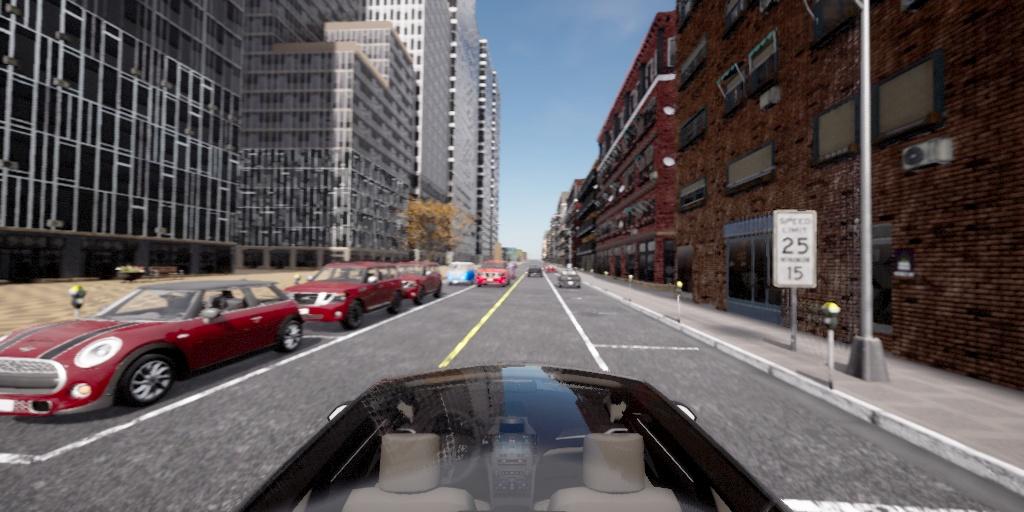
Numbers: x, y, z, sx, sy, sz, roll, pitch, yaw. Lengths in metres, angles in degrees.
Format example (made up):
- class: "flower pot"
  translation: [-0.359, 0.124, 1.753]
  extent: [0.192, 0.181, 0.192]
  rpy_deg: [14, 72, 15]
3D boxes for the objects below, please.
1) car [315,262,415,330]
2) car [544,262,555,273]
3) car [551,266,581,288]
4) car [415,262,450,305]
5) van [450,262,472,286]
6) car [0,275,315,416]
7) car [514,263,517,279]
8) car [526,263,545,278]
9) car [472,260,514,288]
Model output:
- class: "car"
  translation: [-5.157, 1.116, 11.599]
  extent: [2.192, 1.841, 5.009]
  rpy_deg: [0, 0, 4]
- class: "car"
  translation: [6.625, 2.093, 61.755]
  extent: [1.967, 1.591, 4.097]
  rpy_deg: [0, 0, 4]
- class: "car"
  translation: [4.344, 1.732, 27.952]
  extent: [2.007, 1.370, 4.403]
  rpy_deg: [0, 0, 4]
- class: "car"
  translation: [-4.777, 1.200, 17.233]
  extent: [2.192, 1.841, 5.009]
  rpy_deg: [0, 0, 4]
- class: "van"
  translation: [-4.017, 1.391, 28.499]
  extent: [1.690, 1.789, 3.998]
  rpy_deg: [0, 0, 4]
- class: "car"
  translation: [-5.537, 1.157, 5.966]
  extent: [1.967, 1.591, 4.097]
  rpy_deg: [0, 0, 4]
- class: "car"
  translation: [-0.593, 1.773, 39.135]
  extent: [1.812, 1.442, 4.674]
  rpy_deg: [1, -1, 4]
- class: "car"
  translation: [2.901, 1.887, 45.046]
  extent: [1.837, 1.490, 4.892]
  rpy_deg: [1, 0, 4]
- class: "car"
  translation: [-1.345, 1.362, 27.936]
  extent: [2.150, 2.045, 5.566]
  rpy_deg: [1, -1, 4]
